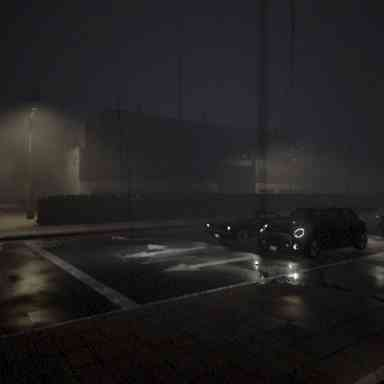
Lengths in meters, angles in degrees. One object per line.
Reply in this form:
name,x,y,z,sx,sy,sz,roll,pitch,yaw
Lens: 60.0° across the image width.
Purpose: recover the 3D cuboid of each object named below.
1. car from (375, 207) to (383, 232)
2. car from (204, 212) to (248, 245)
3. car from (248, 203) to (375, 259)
car,12.099,1.465,17.769,5.008,1.535,1.882,0,0,-35
car,2.910,1.594,15.714,4.718,1.301,1.895,0,0,-34
car,4.631,1.345,12.659,4.553,1.767,2.097,0,0,-34
